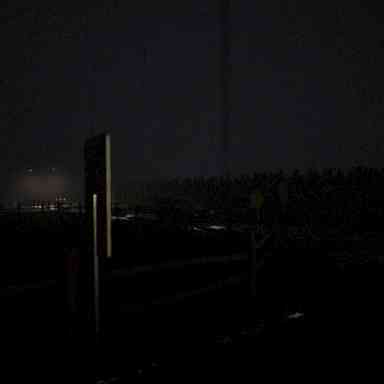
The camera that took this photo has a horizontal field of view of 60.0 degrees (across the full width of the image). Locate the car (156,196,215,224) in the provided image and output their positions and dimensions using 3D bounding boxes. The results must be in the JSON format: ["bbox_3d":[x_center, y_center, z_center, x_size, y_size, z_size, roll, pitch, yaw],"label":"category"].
[{"bbox_3d":[-0.628,1.404,25.143,2.150,2.045,5.566,-1,2,-36],"label":"car"}]

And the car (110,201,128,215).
[{"bbox_3d":[-8.728,1.680,36.492,1.882,1.535,5.008,-1,0,-35],"label":"car"}]
